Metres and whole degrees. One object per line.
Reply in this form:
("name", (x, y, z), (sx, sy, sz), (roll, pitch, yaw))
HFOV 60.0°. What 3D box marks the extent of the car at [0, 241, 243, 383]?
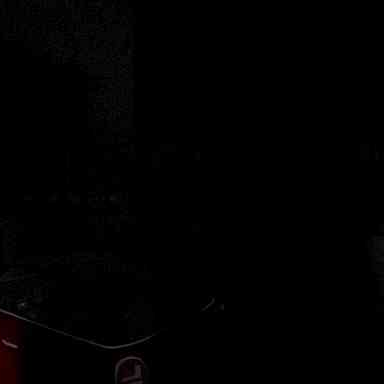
("car", (-1.555, 1.440, 4.053), (4.097, 1.590, 1.967), (0, 0, 35))
